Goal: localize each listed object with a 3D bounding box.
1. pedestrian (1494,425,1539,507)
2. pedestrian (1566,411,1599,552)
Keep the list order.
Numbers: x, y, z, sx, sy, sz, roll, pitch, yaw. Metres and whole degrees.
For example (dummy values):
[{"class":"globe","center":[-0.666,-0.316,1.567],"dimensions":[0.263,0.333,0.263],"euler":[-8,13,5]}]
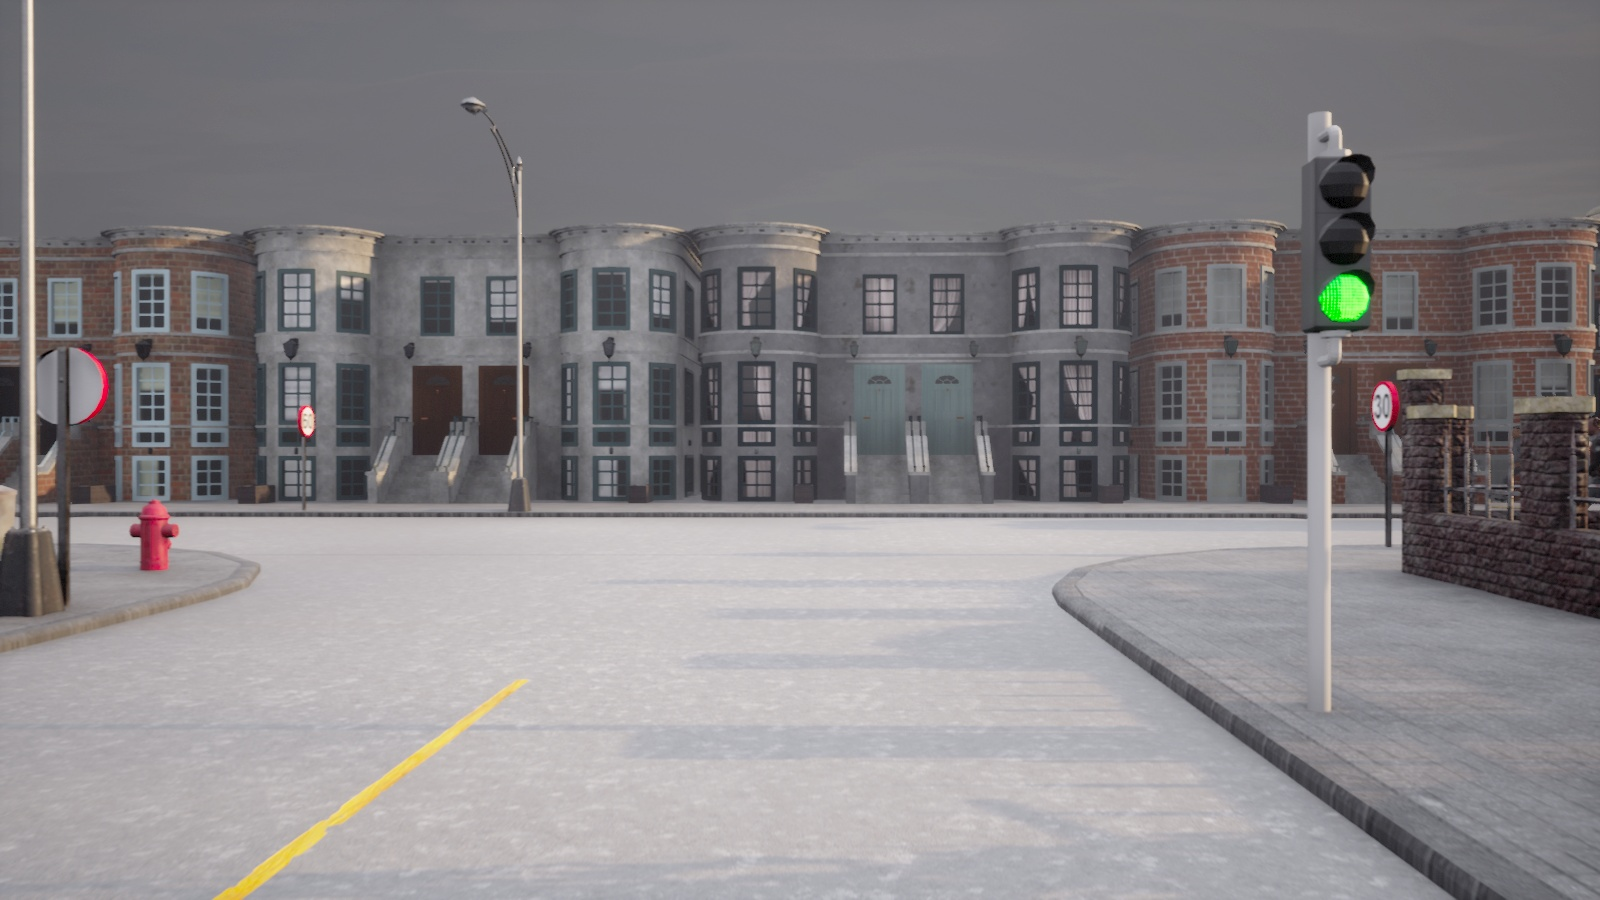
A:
[{"class":"pedestrian","center":[16.180,0.359,28.357],"dimensions":[0.694,1.848,0.540],"euler":[0,0,-1]},{"class":"pedestrian","center":[10.662,0.414,16.751],"dimensions":[0.720,1.854,0.376],"euler":[0,0,26]}]
